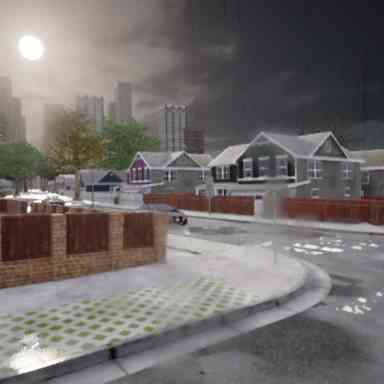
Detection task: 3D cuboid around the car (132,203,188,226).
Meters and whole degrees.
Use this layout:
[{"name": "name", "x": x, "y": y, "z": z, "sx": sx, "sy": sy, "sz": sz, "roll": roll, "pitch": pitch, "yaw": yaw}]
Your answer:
[{"name": "car", "x": -2.099, "y": 1.411, "z": 20.699, "sx": 1.994, "sy": 1.385, "sz": 4.181, "roll": -2, "pitch": 2, "yaw": -40}]

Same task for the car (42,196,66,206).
[{"name": "car", "x": -16.549, "y": 1.171, "z": 39.678, "sx": 2.033, "sy": 1.411, "sz": 5.357, "roll": -2, "pitch": 1, "yaw": -34}]
